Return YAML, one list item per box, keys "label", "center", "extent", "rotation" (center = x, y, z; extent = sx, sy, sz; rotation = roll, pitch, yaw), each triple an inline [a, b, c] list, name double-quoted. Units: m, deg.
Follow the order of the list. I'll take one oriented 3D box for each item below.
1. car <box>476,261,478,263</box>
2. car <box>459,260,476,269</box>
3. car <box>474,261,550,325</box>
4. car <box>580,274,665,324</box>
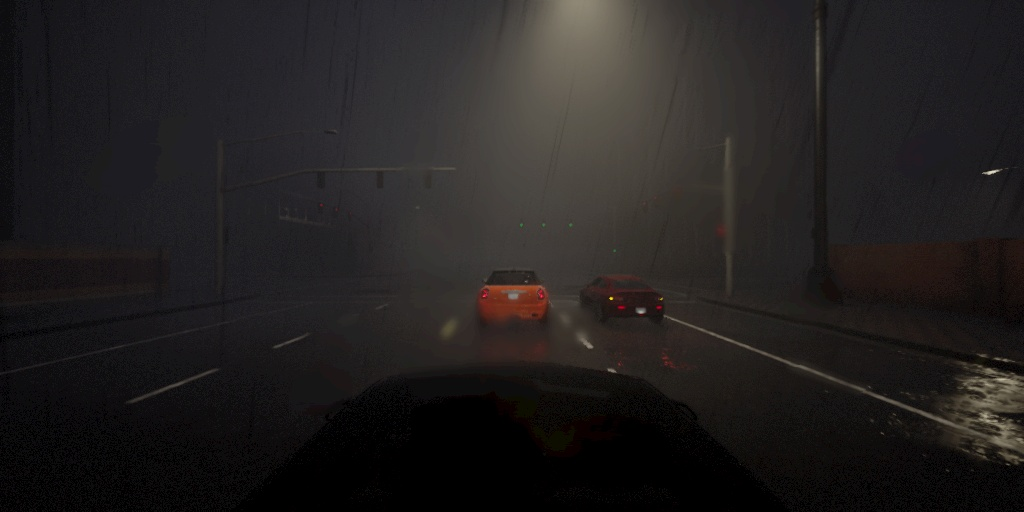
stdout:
- label: "car"
  center: [-4.644, 1.545, 62.919]
  extent: [1.882, 1.535, 5.008]
  rotation: [0, 0, 0]
- label: "car"
  center: [-8.145, 1.559, 62.946]
  extent: [2.128, 1.511, 4.902]
  rotation: [0, 0, 0]
- label: "car"
  center: [0.047, 1.156, 12.143]
  extent: [2.097, 1.767, 4.553]
  rotation: [0, 0, 0]
- label: "car"
  center: [3.551, 1.329, 12.171]
  extent: [1.812, 1.442, 4.674]
  rotation: [0, 0, 0]
